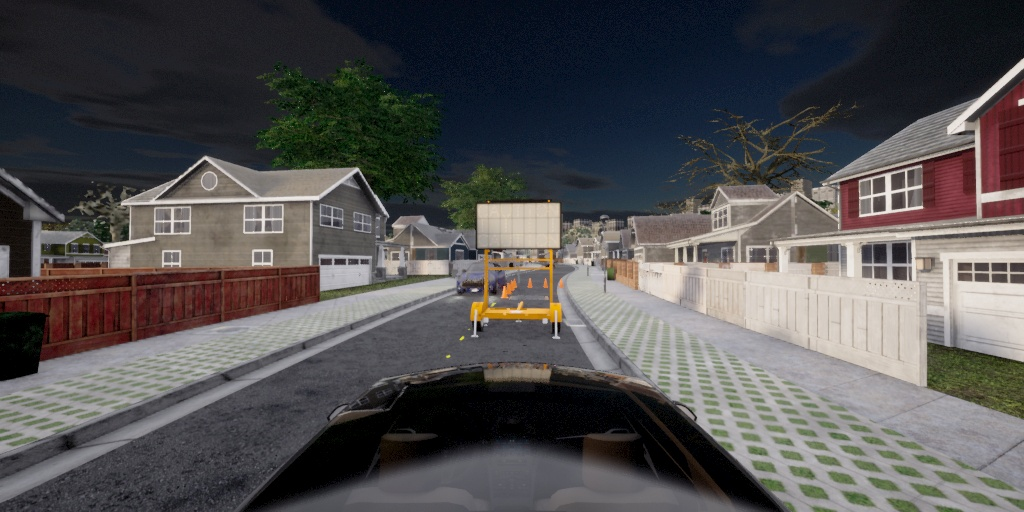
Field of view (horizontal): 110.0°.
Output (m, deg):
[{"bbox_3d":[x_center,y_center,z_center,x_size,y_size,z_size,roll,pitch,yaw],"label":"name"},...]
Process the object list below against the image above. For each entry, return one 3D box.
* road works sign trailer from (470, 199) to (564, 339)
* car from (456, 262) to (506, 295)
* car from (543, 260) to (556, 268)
[{"bbox_3d":[0.196,0.220,10.165,2.380,3.560,2.880,0,0,5],"label":"road works sign trailer"},{"bbox_3d":[-1.620,1.125,20.052,2.097,1.767,4.553,0,0,7],"label":"car"},{"bbox_3d":[6.606,1.384,62.153,1.837,1.490,4.892,0,0,9],"label":"car"}]
